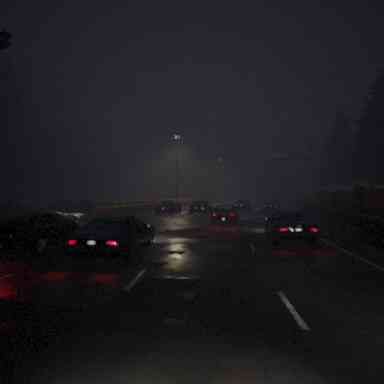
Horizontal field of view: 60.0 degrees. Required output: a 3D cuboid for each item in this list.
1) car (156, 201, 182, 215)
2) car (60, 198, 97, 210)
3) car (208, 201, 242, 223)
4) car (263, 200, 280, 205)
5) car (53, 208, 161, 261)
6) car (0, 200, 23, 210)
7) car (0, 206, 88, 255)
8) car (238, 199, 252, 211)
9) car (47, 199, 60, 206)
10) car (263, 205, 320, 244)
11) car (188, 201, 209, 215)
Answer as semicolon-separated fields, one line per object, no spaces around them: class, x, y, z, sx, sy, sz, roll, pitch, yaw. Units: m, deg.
car;-2.436;1.631;35.463;1.994;1.385;4.181;0;0;13
car;-12.725;1.558;38.513;1.837;1.490;4.892;0;-1;14
car;2.659;1.661;26.012;1.895;1.301;4.718;0;0;10
car;9.490;1.651;39.784;2.033;1.411;5.357;0;0;15
car;-2.767;1.567;12.404;2.033;1.411;5.357;0;0;5
car;-20.465;1.553;36.052;1.812;1.442;4.674;0;0;13
car;-6.147;1.519;13.329;1.837;1.490;4.892;0;0;5
car;6.518;1.649;42.093;2.033;1.411;5.357;0;0;15
car;-15.729;1.556;40.885;1.837;1.490;4.892;0;-1;14
car;4.642;1.591;16.030;2.033;1.411;5.357;0;0;7
car;1.023;1.622;35.114;2.033;1.411;5.357;0;0;14
